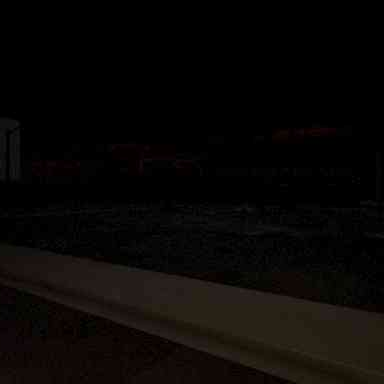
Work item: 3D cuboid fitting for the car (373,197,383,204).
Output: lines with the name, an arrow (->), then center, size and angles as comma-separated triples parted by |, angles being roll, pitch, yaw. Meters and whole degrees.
car -> 37.534, 1.576, 65.374 | 1.853, 1.218, 4.536 | 1, 1, 6

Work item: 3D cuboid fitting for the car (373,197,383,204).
car -> 37.527, 1.734, 65.323 | 2.038, 1.542, 4.974 | 1, 1, 6
